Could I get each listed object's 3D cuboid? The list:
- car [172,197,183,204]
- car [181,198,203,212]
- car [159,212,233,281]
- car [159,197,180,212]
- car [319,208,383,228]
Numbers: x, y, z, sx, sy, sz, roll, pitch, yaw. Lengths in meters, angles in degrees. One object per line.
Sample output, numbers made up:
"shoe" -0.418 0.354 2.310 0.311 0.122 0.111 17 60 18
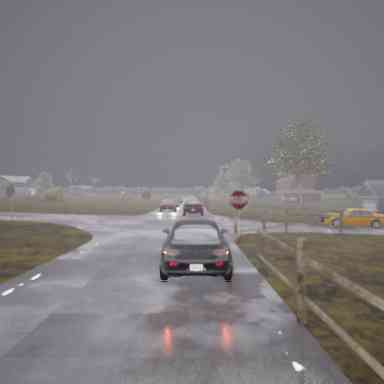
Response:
"car" -2.750 1.607 64.104 1.994 1.385 4.181 0 0 1
"car" 0.108 1.489 33.425 1.882 1.535 5.008 0 0 0
"car" 0.103 1.525 9.728 1.812 1.442 4.674 0 0 0
"car" -2.818 1.494 39.954 1.882 1.535 5.008 0 0 -1
"car" 12.618 2.025 26.266 5.008 1.535 1.882 2 0 -2
